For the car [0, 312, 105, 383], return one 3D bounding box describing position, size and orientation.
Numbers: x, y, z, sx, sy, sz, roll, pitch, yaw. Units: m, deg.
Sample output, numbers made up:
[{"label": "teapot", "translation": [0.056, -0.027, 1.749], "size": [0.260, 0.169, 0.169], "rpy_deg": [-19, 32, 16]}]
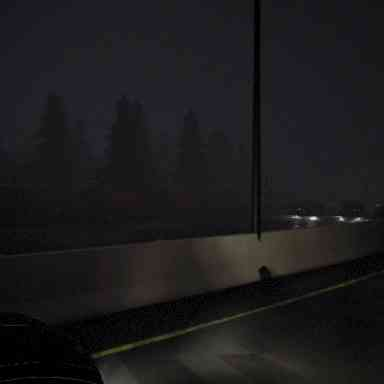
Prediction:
[{"label": "car", "translation": [-2.680, 1.337, 1.677], "size": [4.553, 1.767, 2.097], "rpy_deg": [0, 0, -32]}]
